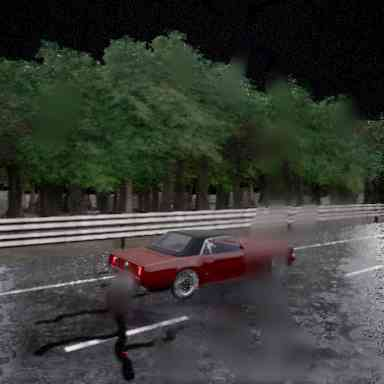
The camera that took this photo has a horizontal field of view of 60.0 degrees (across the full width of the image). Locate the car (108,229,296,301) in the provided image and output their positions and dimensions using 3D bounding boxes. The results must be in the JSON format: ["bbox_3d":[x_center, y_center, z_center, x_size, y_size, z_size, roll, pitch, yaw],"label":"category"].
[{"bbox_3d":[0.474,1.603,8.384,4.718,1.301,1.895,0,0,-35],"label":"car"}]
